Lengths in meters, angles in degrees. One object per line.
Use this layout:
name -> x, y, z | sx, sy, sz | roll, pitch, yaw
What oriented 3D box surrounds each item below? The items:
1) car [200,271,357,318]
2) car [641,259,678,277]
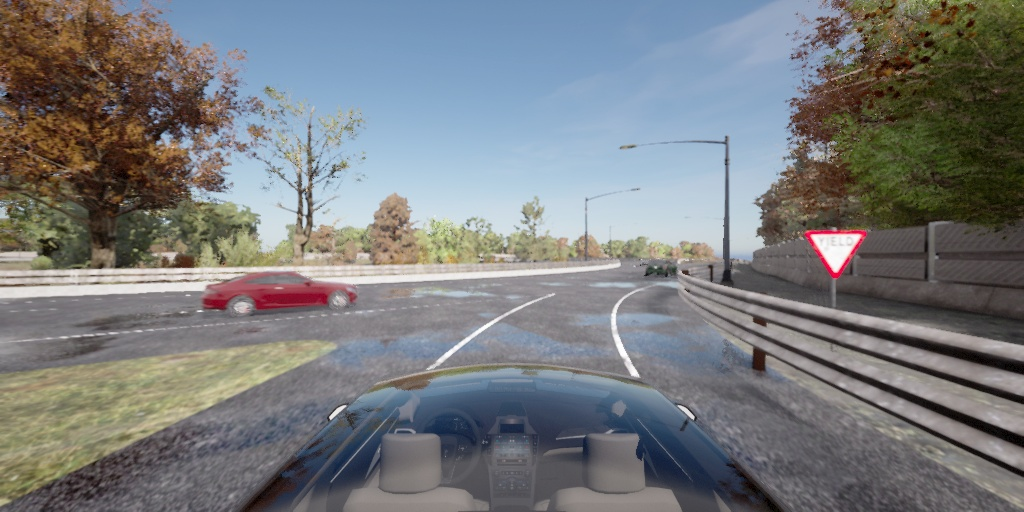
car -> -8.072, 1.249, 12.831 | 4.674, 1.442, 1.812 | 0, 0, -36
car -> 14.689, 1.103, 35.074 | 2.097, 1.767, 4.553 | 0, 0, 38
